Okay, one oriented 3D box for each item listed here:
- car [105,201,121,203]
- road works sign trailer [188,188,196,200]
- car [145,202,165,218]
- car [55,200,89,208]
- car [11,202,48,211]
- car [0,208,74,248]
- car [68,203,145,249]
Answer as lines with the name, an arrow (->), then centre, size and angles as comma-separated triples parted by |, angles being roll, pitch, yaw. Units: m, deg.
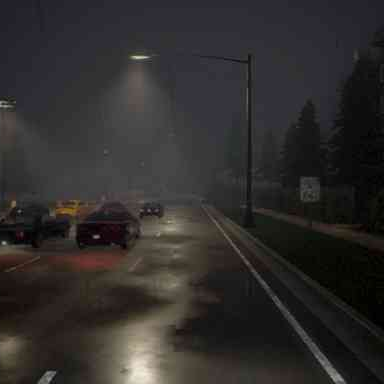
car -> -7.000, 1.534, 29.650 | 1.812, 1.442, 4.674 | 0, 0, 0
road works sign trailer -> 0.000, 0.464, 94.398 | 2.380, 3.560, 2.880 | 0, 0, 0
car -> -3.500, 1.564, 29.650 | 2.033, 1.411, 5.357 | 0, 0, 0
car -> -10.500, 1.486, 29.650 | 1.882, 1.535, 5.008 | 0, 0, 0
car -> -14.340, 1.573, 29.650 | 1.994, 1.385, 4.181 | 0, 0, 0
car -> -7.000, 1.617, 14.680 | 1.895, 1.301, 4.718 | 0, 0, 0
car -> -3.500, 1.486, 14.650 | 1.882, 1.535, 5.008 | 0, 0, 0
